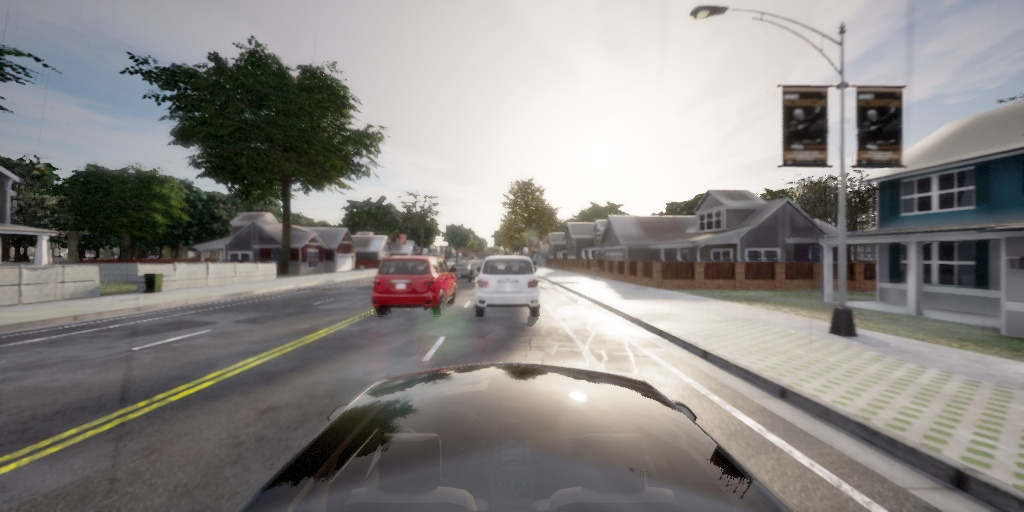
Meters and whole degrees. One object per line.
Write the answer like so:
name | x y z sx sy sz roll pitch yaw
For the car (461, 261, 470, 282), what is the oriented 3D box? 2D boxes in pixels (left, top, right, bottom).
car | -4.084 1.323 29.708 2.128 1.511 4.902 0 0 -2

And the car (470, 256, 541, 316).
car | -0.185 1.007 13.623 2.150 2.045 5.566 0 0 -1

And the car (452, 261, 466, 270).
car | -8.785 1.521 59.786 1.895 1.301 4.718 0 0 -2

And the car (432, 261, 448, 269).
car | -12.064 1.489 60.561 1.994 1.385 4.181 0 0 -2

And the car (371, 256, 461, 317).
car | -3.435 1.009 13.552 2.150 2.045 5.566 0 0 -1
